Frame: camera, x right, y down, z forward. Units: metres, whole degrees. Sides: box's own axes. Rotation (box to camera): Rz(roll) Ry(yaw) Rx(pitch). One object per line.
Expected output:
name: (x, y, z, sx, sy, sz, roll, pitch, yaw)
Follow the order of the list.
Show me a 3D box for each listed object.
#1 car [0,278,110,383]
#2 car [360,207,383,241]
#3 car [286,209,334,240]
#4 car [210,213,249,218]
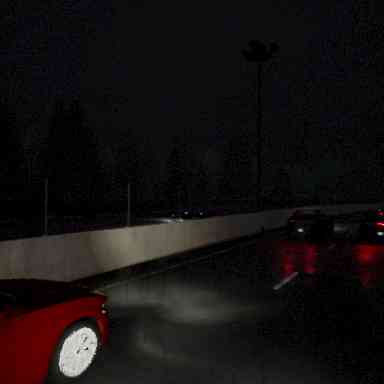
car: (-2.987, 1.490, 3.114, 1.882, 1.535, 5.008, 0, -1, 32)
car: (10.035, 1.753, 17.522, 2.128, 1.511, 4.902, 0, -1, 32)
car: (6.799, 1.745, 18.941, 2.128, 1.511, 4.902, 0, -1, 32)
car: (3.613, 1.826, 27.429, 1.837, 1.490, 4.892, 0, -1, 32)
